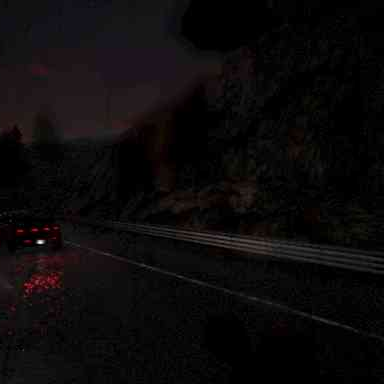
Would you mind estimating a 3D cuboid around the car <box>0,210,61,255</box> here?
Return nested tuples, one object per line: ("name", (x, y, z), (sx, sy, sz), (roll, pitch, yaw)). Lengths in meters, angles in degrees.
("car", (-6.876, 1.492, 13.514), (1.837, 1.490, 4.892), (-1, 1, -40))
